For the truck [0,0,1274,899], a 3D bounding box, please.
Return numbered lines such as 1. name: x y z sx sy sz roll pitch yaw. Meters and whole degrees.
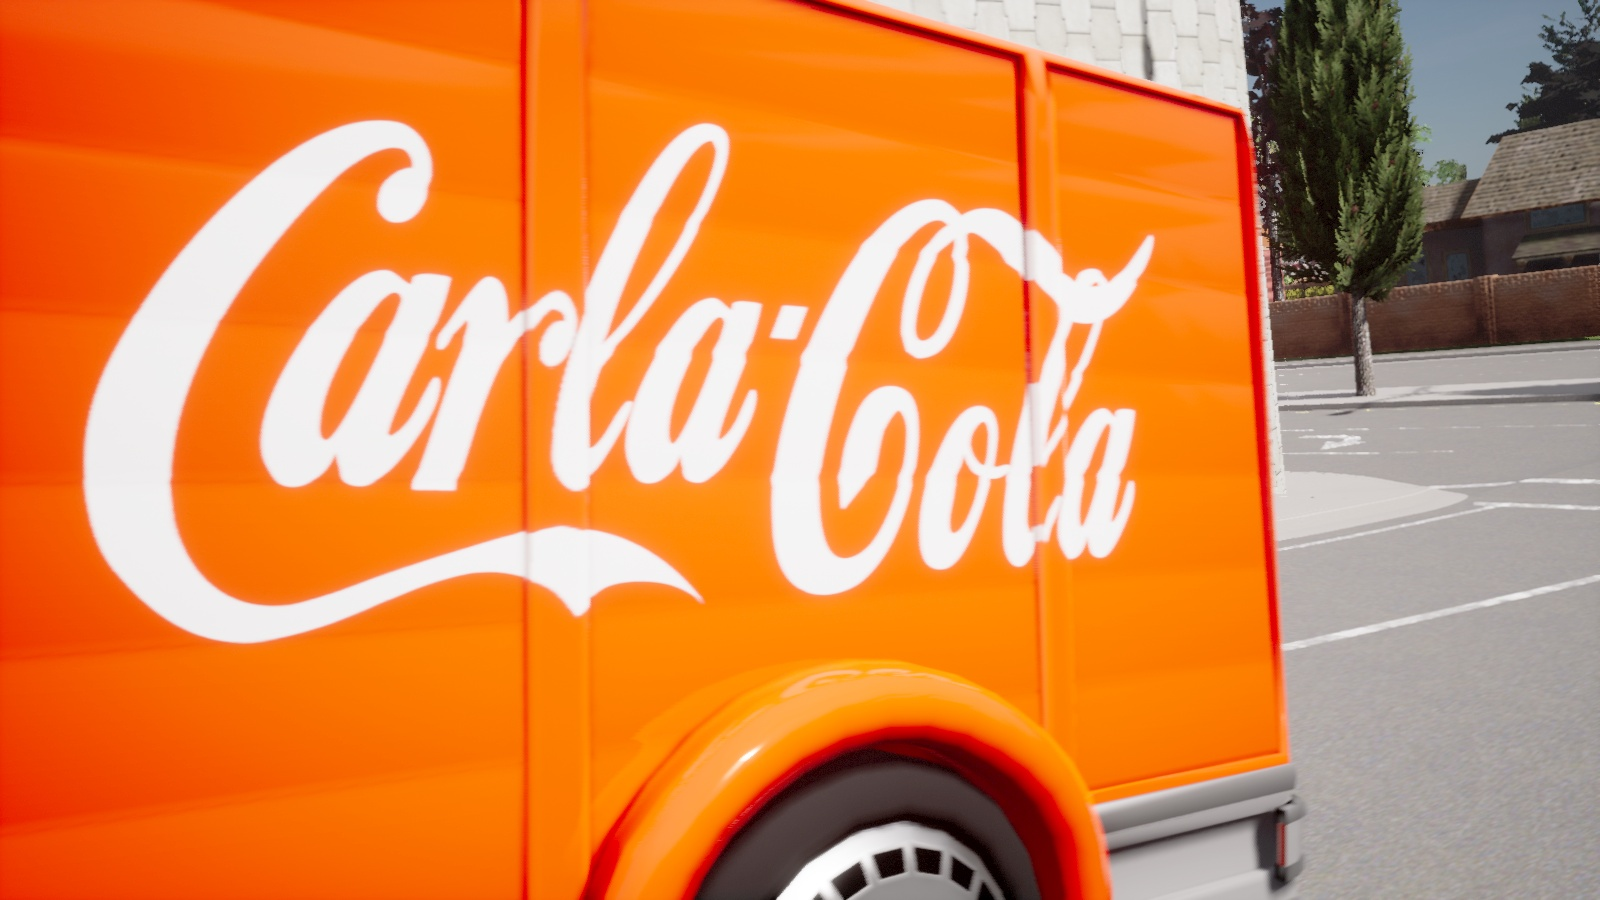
1. truck: -1.830 0.288 2.387 5.204 2.467 2.627 0 0 -35
